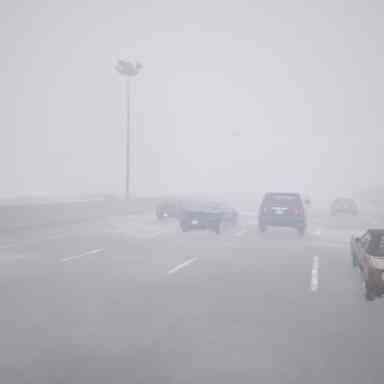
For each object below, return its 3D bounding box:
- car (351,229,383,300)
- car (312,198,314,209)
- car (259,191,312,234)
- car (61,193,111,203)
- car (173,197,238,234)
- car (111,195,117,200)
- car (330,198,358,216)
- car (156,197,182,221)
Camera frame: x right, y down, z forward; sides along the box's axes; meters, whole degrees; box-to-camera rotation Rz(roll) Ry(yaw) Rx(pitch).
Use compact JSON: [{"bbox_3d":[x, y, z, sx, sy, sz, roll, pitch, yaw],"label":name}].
[{"bbox_3d":[4.836,1.511,7.701,1.895,1.301,4.718,1,1,21],"label":"car"},{"bbox_3d":[12.019,0.978,35.785,1.882,1.535,5.008,1,1,21],"label":"car"},{"bbox_3d":[4.985,0.963,17.706,2.150,2.045,5.566,1,1,21],"label":"car"},{"bbox_3d":[-9.493,0.913,29.275,1.812,1.442,4.674,1,1,21],"label":"car"},{"bbox_3d":[1.043,1.184,17.241,1.882,1.535,5.008,1,1,21],"label":"car"},{"bbox_3d":[-10.303,0.795,36.858,2.033,1.411,5.357,1,1,21],"label":"car"},{"bbox_3d":[12.641,1.194,27.744,2.033,1.411,5.357,1,1,21],"label":"car"},{"bbox_3d":[-0.712,1.103,22.378,1.837,1.490,4.892,1,1,21],"label":"car"}]
